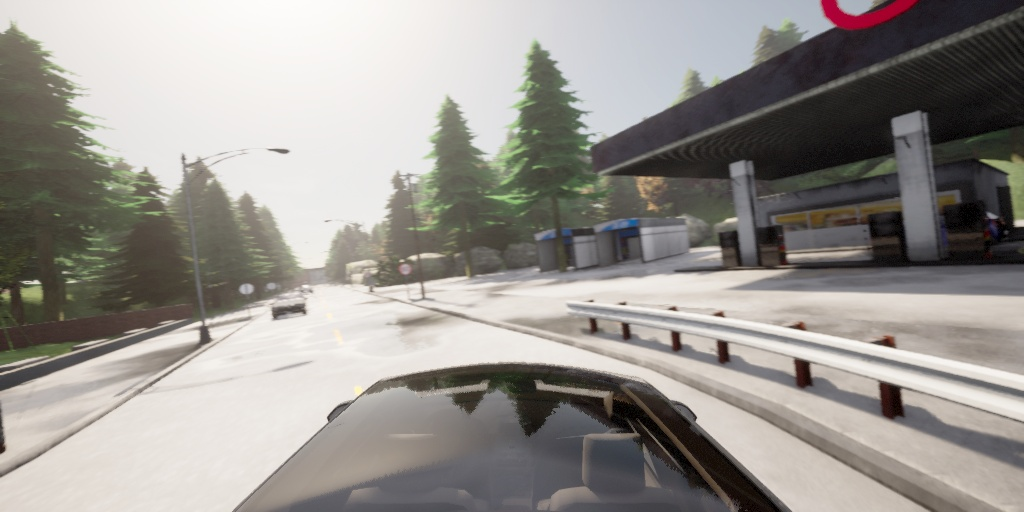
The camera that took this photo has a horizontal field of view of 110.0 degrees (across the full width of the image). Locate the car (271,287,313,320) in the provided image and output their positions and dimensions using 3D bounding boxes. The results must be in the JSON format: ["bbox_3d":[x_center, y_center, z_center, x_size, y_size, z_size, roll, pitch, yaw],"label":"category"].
[{"bbox_3d":[-14.281,3.096,23.220,2.033,1.411,5.357,-7,0,-28],"label":"car"}]
